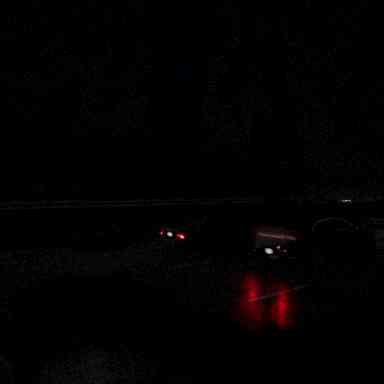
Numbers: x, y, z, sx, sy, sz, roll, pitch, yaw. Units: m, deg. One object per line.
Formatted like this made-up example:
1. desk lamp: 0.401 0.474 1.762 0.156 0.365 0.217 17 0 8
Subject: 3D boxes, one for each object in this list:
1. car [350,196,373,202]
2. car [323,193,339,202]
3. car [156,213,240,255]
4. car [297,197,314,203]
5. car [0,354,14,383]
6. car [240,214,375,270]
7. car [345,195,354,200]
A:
1. car: 28.360 1.760 54.228 4.674 1.442 1.812 1 -1 -35
2. car: 30.593 1.254 73.224 2.150 2.045 5.566 1 1 38
3. car: 1.252 1.546 13.236 5.357 1.411 2.033 0 0 -36
4. car: 20.800 1.604 60.844 2.128 1.511 4.902 1 1 39
5. car: -3.383 1.526 1.457 4.674 1.442 1.812 0 0 -35
6. car: 4.204 1.491 11.044 4.902 1.511 2.128 0 0 -36
7. car: 40.718 1.390 85.427 1.994 1.385 4.181 1 1 41
